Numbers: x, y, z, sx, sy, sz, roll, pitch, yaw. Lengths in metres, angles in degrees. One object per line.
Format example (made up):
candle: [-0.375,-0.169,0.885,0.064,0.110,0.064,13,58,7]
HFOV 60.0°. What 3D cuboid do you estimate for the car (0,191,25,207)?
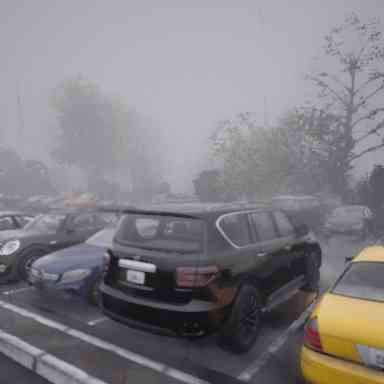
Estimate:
car: [-21.956,0.799,37.985,2.185,1.767,4.553,2,1,35]

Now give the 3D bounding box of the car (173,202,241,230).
car: [1.126,1.442,21.694,2.163,1.488,4.792,0,0,35]

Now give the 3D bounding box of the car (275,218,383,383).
car: [3.212,1.456,4.996,1.946,1.575,5.366,0,0,35]

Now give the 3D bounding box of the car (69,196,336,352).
car: [0.816,1.196,6.501,2.435,2.045,5.566,0,0,35]

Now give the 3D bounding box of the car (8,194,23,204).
car: [-15.028,1.109,33.119,2.231,1.521,4.892,2,1,35]

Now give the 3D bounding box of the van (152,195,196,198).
van: [-1.265,1.176,23.206,1.878,1.987,4.442,0,0,35]

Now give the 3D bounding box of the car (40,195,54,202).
car: [-10.545,1.256,29.896,2.163,1.488,4.792,2,1,35]

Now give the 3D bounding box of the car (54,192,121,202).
car: [-8.236,1.036,28.261,2.435,2.045,5.566,2,1,35]

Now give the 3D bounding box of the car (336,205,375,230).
car: [8.020,1.447,16.774,2.231,1.521,4.892,0,0,35]

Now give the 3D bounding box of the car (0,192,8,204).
car: [-19.742,0.983,36.447,2.097,1.535,5.008,2,1,35]

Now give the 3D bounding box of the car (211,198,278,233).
car: [3.291,1.298,20.082,2.185,1.767,4.553,0,0,35]

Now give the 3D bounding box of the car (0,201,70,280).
car: [-3.793,1.299,9.771,2.185,1.767,4.553,0,0,35]

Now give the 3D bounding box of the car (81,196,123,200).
car: [-5.915,1.345,26.643,2.097,1.535,5.008,2,1,35]

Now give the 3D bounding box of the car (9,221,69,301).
car: [-1.505,1.476,8.114,2.002,1.452,4.674,0,0,35]

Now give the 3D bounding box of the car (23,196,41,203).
car: [-12.848,1.195,31.529,2.163,1.488,4.792,2,1,35]

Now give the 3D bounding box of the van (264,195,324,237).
van: [5.781,1.209,18.498,1.878,1.987,4.442,0,0,35]
